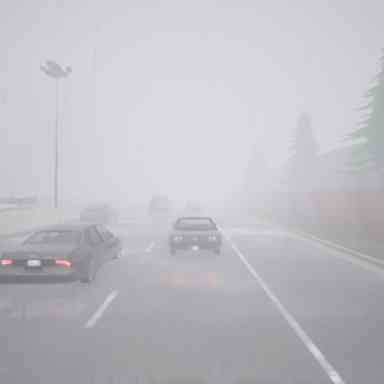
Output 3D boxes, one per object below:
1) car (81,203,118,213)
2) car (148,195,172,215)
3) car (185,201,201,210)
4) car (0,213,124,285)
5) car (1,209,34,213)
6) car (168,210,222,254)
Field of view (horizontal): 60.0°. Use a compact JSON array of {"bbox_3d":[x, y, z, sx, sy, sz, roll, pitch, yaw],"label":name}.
[{"bbox_3d":[-6.881,1.590,25.088,2.128,1.511,4.902,0,0,0],"label":"car"},{"bbox_3d":[-3.371,1.368,35.905,2.150,2.045,5.566,0,0,0],"label":"car"},{"bbox_3d":[0.131,1.732,40.619,1.994,1.385,4.181,0,0,0],"label":"car"},{"bbox_3d":[-3.393,1.585,9.648,2.033,1.411,5.357,0,0,0],"label":"car"},{"bbox_3d":[-14.043,1.321,26.407,2.150,2.045,5.566,0,-1,0],"label":"car"},{"bbox_3d":[0.109,1.658,13.746,1.895,1.301,4.718,0,0,0],"label":"car"}]
